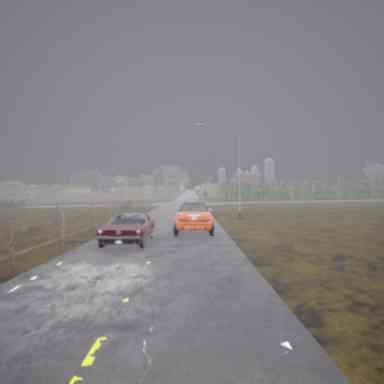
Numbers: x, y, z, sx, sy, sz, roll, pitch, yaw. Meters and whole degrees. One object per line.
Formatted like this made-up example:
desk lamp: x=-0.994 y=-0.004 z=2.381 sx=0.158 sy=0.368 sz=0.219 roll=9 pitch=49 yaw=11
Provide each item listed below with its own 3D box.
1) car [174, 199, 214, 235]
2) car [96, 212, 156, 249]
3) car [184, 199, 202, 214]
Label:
car: x=0.095 y=1.334 z=18.828 sx=2.097 sy=1.767 sz=4.553 roll=0 pitch=0 yaw=0
car: x=-2.754 y=1.590 z=14.726 sx=1.895 sy=1.301 sz=4.718 roll=0 pitch=0 yaw=0
car: x=0.107 y=1.482 z=35.905 sx=1.812 sy=1.442 sz=4.674 roll=0 pitch=0 yaw=0
